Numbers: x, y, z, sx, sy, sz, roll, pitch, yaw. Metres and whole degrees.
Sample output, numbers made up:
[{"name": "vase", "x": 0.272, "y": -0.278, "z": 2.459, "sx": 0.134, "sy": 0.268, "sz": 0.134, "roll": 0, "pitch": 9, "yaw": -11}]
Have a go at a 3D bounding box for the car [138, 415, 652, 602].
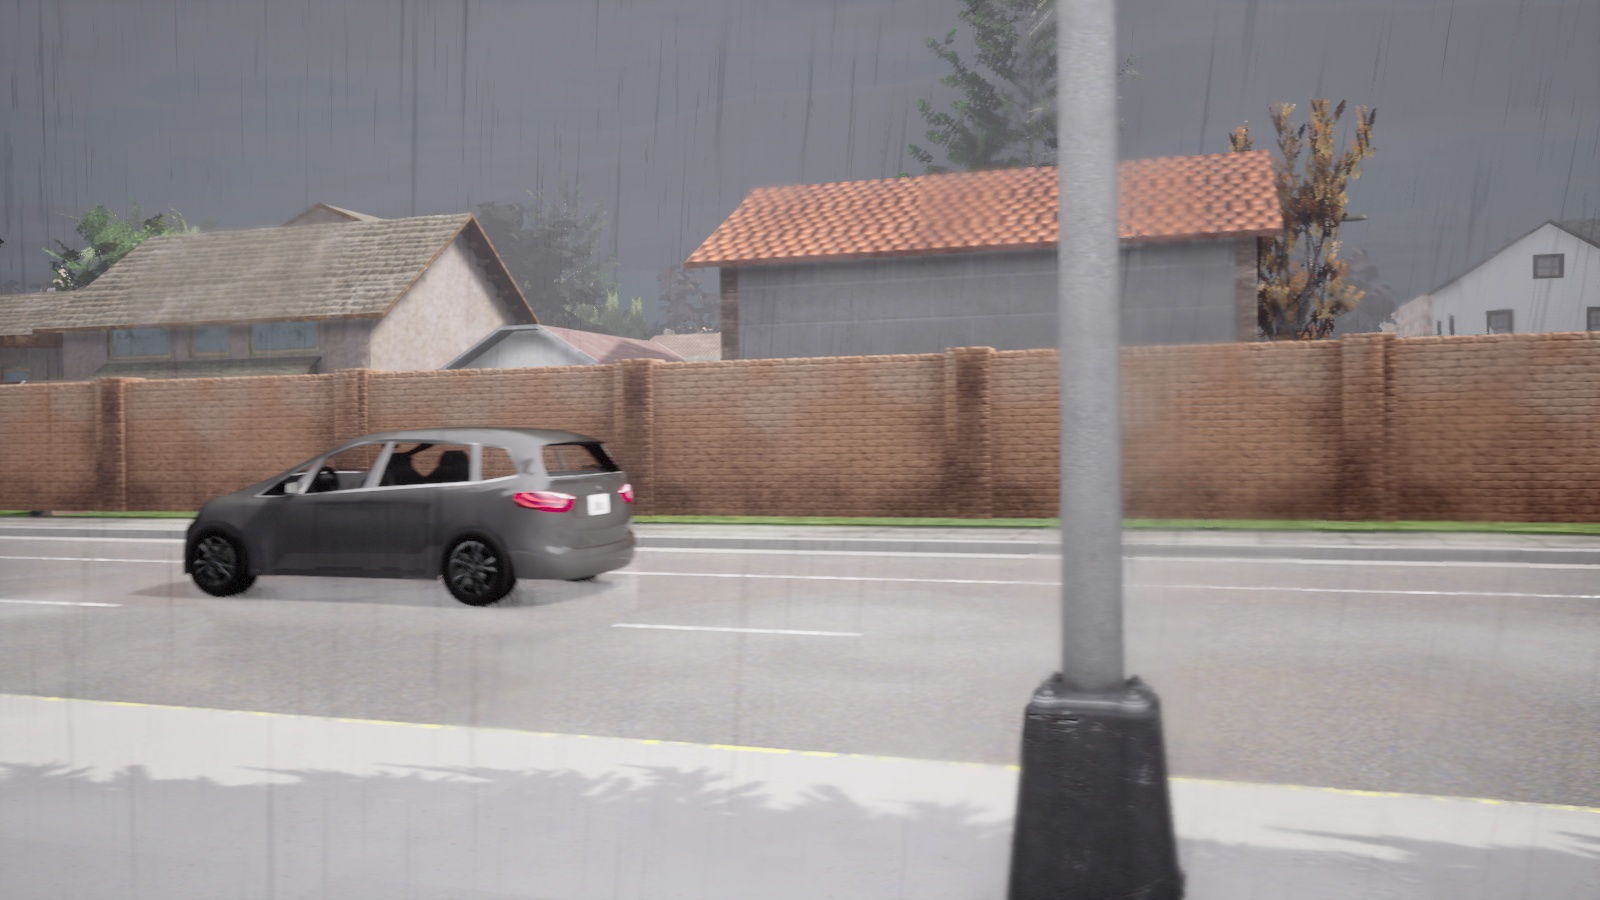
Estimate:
[{"name": "car", "x": -4.114, "y": 0.504, "z": 12.981, "sx": 4.611, "sy": 1.667, "sz": 2.242, "roll": 0, "pitch": 1, "yaw": 18}]
